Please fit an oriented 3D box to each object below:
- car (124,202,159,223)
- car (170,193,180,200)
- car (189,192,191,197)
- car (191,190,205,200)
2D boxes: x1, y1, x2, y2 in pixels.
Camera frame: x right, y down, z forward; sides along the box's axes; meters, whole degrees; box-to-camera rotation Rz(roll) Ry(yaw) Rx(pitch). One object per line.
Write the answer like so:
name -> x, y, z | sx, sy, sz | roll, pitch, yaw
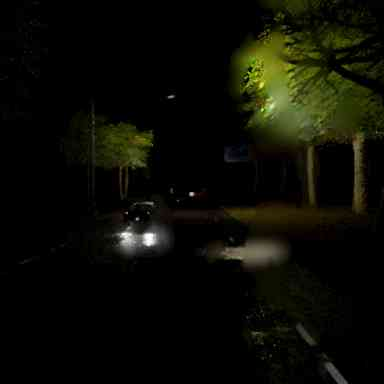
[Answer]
car -> -3.535, 1.416, 23.715 | 1.895, 1.301, 4.718 | 0, 1, 0
car -> -3.315, 0.853, 65.735 | 2.033, 1.411, 5.357 | 0, 0, 0
car -> 0.252, 0.678, 86.854 | 1.812, 1.442, 4.674 | 0, 0, 0
car -> 1.422, 0.523, 68.008 | 2.150, 2.045, 5.566 | 0, 0, 0
